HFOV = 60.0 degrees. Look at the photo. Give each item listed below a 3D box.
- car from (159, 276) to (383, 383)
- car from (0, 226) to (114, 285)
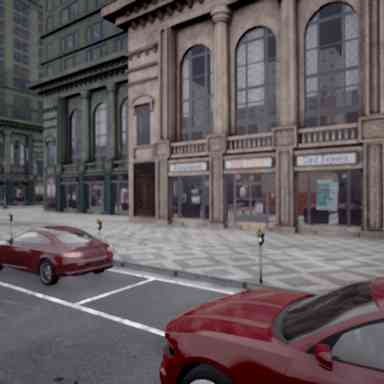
[{"bbox_3d":[2.001,1.482,2.766,5.008,1.535,1.882,0,0,33],"label":"car"},{"bbox_3d":[-3.989,1.592,9.262,4.206,1.307,1.802,0,0,34],"label":"car"}]
